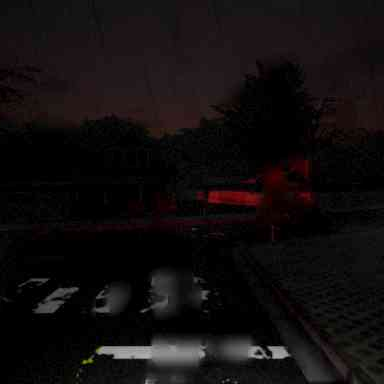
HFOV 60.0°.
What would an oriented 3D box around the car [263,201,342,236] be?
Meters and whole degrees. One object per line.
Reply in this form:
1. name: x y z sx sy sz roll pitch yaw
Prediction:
1. car: 6.255 1.314 18.669 4.553 1.767 2.097 -1 3 -28
